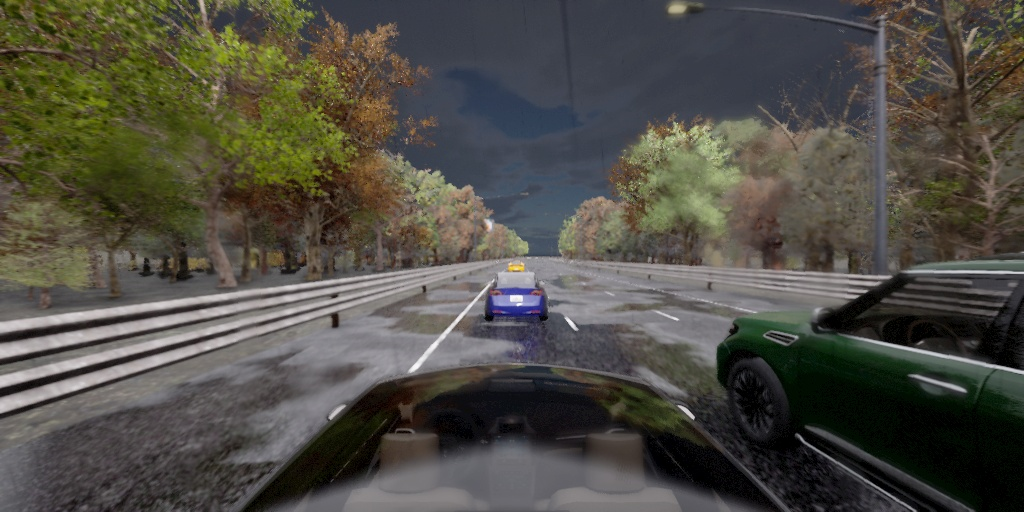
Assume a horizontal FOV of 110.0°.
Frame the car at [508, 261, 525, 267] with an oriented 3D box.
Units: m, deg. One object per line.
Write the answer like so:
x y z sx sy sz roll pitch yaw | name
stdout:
0.546 1.365 44.077 1.882 1.535 5.008 0 0 1 | car

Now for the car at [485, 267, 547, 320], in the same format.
0.141 1.290 12.790 2.163 1.488 4.792 0 0 0 | car

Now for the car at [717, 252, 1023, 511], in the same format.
3.604 0.975 2.061 2.150 2.045 5.566 0 0 0 | car
